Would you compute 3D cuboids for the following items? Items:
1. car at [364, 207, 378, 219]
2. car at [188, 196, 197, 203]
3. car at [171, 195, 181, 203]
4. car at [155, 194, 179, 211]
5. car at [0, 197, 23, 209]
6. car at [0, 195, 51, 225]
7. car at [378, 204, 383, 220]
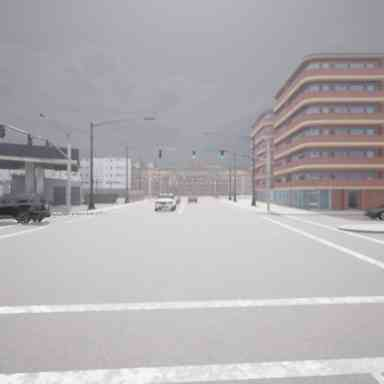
[{"bbox_3d":[16.652,1.502,27.104,4.892,1.490,1.837,0,0,0],"label":"car"},{"bbox_3d":[0.129,1.485,67.123,2.128,1.511,4.902,0,0,-1],"label":"car"},{"bbox_3d":[-3.412,1.507,71.393,2.128,1.511,4.902,0,0,-1],"label":"car"},{"bbox_3d":[-3.166,1.217,40.454,2.150,2.045,5.566,0,0,2],"label":"car"},{"bbox_3d":[-24.080,1.451,42.735,3.806,1.475,1.970,0,0,1],"label":"car"},{"bbox_3d":[-13.137,1.219,23.977,5.566,2.045,2.150,0,0,1],"label":"car"},{"bbox_3d":[16.274,1.599,23.628,4.718,1.301,1.895,0,0,-3],"label":"car"}]
